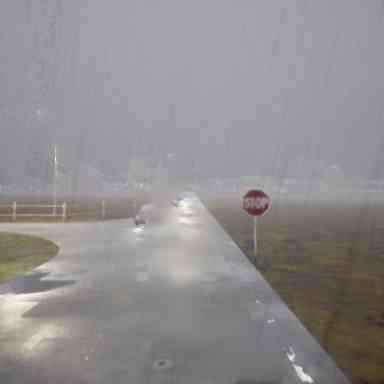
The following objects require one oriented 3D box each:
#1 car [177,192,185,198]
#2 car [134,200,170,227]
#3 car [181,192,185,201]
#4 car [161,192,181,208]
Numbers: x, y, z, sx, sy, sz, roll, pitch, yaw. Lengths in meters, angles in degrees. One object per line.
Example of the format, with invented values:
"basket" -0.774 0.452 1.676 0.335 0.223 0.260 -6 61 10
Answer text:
"car" -2.976 0.718 92.729 2.128 1.511 4.902 0 1 0
"car" -2.769 1.545 23.063 1.812 1.442 4.674 0 1 0
"car" -2.899 0.877 67.628 2.097 1.767 4.553 0 1 0
"car" -2.824 1.114 42.980 2.097 1.767 4.553 0 0 0
